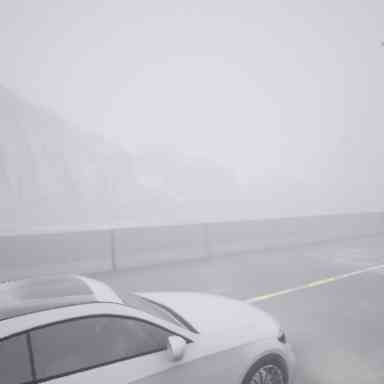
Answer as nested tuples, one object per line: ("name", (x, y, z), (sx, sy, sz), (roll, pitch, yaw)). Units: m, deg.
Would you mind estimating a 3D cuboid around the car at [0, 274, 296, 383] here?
("car", (-1.088, 1.526, 2.969), (4.674, 1.442, 1.812), (0, 0, -35))
